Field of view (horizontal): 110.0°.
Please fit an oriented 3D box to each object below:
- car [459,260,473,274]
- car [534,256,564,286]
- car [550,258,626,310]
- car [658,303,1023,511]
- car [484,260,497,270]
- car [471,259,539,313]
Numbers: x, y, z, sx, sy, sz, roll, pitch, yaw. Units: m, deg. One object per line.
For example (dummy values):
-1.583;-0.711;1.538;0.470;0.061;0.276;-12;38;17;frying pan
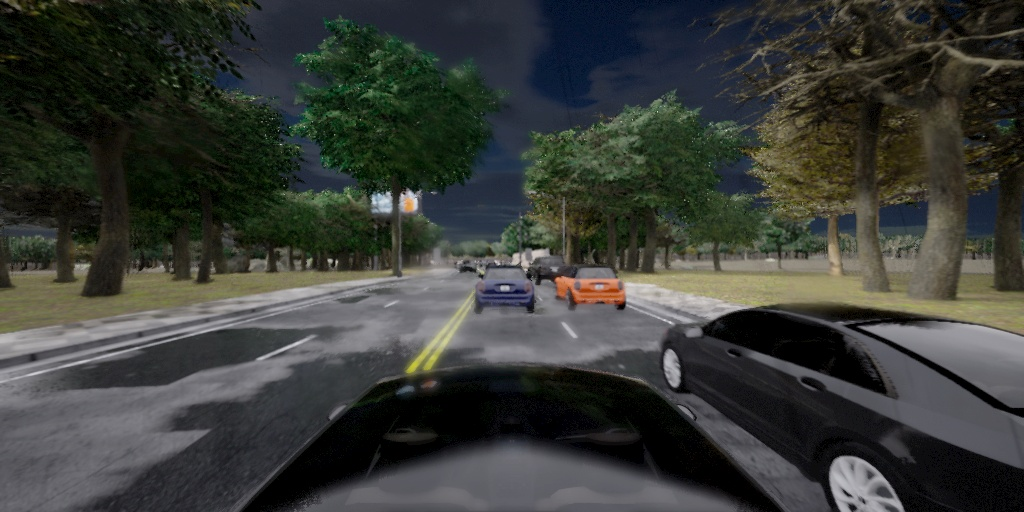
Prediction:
-5.372;1.269;44.463;2.097;1.767;4.553;0;0;-5;car
2.514;1.022;26.051;2.150;2.045;5.566;0;0;-6;car
3.049;1.117;14.885;2.097;1.767;4.553;0;0;-2;car
3.248;1.252;3.799;1.837;1.490;4.892;0;0;0;car
-3.571;1.501;59.127;1.837;1.490;4.892;0;0;-7;car
-0.289;1.120;14.257;2.097;1.767;4.553;0;0;-1;car
